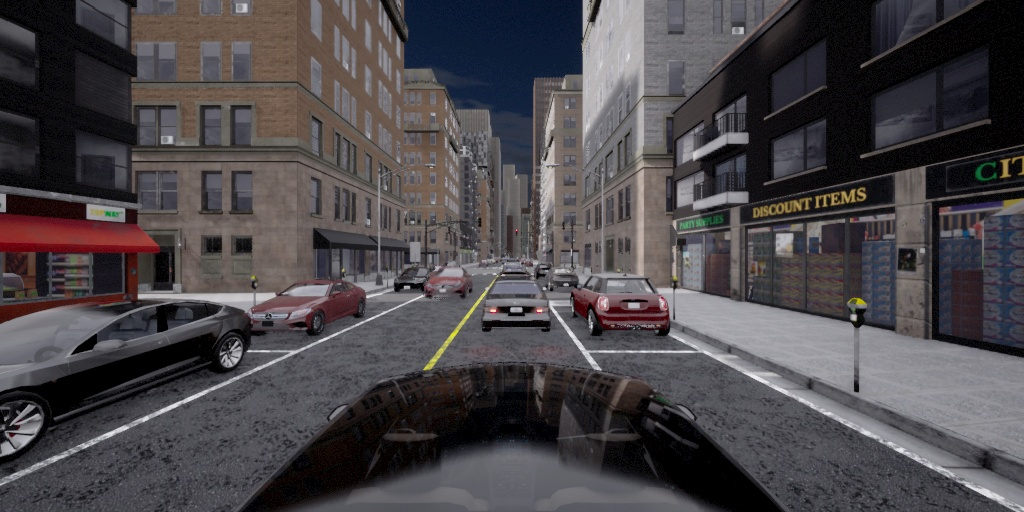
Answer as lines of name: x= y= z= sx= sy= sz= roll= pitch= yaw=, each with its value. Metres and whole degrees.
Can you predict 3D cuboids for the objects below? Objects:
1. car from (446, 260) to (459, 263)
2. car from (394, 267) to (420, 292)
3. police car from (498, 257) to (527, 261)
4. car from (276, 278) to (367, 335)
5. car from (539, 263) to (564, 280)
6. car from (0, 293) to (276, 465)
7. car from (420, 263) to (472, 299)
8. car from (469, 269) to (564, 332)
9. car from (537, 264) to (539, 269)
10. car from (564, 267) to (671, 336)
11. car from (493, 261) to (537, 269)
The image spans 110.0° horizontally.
car: x=-5.590 y=1.192 z=32.399 sx=1.967 sy=1.591 sz=4.097 roll=0 pitch=0 yaw=0
car: x=-5.620 y=1.316 z=21.396 sx=1.948 sy=1.339 sz=4.313 roll=0 pitch=0 yaw=0
police car: x=0.074 y=1.178 z=31.386 sx=1.930 sy=1.638 sz=5.238 roll=0 pitch=0 yaw=0
car: x=-5.649 y=1.331 z=10.394 sx=1.802 sy=1.307 sz=4.207 roll=0 pitch=0 yaw=0
car: x=2.906 y=1.301 z=21.373 sx=2.007 sy=1.370 sz=4.403 roll=0 pitch=0 yaw=0
car: x=-5.664 y=1.315 z=4.892 sx=1.948 sy=1.339 sz=4.313 roll=0 pitch=0 yaw=0
car: x=-3.051 y=1.276 z=18.180 sx=1.812 sy=1.442 sz=4.674 roll=0 pitch=0 yaw=0
car: x=0.118 y=1.297 z=10.844 sx=2.033 sy=1.411 sz=5.357 roll=0 pitch=0 yaw=0
car: x=2.935 y=1.319 z=32.376 sx=1.948 sy=1.339 sz=4.313 roll=0 pitch=0 yaw=0
car: x=2.877 y=1.189 z=10.371 sx=1.967 sy=1.591 sz=4.097 roll=0 pitch=0 yaw=0
car: x=0.148 y=1.242 z=21.367 sx=2.128 sy=1.511 sz=4.902 roll=0 pitch=0 yaw=0
